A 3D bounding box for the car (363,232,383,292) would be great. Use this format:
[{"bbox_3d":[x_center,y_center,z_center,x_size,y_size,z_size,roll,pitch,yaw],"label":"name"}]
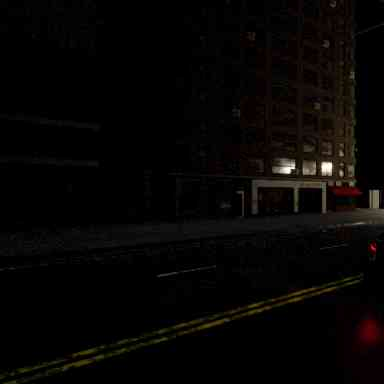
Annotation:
[{"bbox_3d":[6.045,1.353,7.748,4.553,1.767,2.097,0,0,-35],"label":"car"}]
